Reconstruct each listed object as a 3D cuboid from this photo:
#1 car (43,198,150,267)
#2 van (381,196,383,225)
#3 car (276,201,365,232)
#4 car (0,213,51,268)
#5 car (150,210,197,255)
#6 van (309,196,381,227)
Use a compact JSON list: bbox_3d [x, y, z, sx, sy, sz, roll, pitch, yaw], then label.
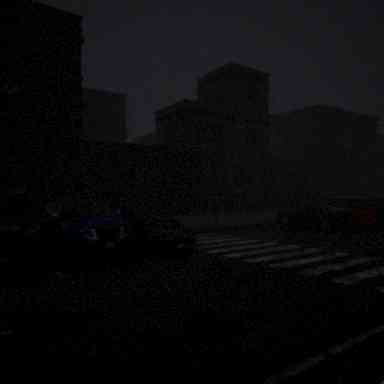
[{"bbox_3d":[-4.019,1.247,12.139,2.435,2.045,5.566,0,0,-35],"label":"car"},{"bbox_3d":[11.795,1.257,23.476,1.878,1.987,4.442,0,0,-35],"label":"van"},{"bbox_3d":[7.325,1.489,20.170,2.231,1.521,4.892,0,0,-35],"label":"car"},{"bbox_3d":[-6.301,1.500,10.554,2.231,1.521,4.892,0,0,-35],"label":"car"},{"bbox_3d":[-1.746,1.526,13.741,2.163,1.488,4.792,0,0,-35],"label":"car"},{"bbox_3d":[9.524,1.260,21.874,1.878,1.987,4.442,0,0,-35],"label":"van"}]
